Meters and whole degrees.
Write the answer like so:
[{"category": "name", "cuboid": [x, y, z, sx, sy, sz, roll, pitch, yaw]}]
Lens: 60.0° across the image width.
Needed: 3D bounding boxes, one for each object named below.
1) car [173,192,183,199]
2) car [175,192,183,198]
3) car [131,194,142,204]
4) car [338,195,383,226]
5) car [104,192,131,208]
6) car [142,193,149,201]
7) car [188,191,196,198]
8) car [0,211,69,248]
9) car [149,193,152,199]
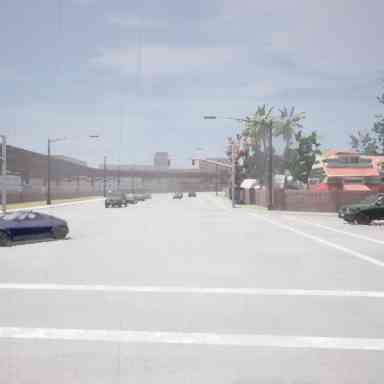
[{"category": "car", "cuboid": [-3.425, 0.963, 76.883, 1.895, 1.301, 4.718, 0, 1, 0]}, {"category": "car", "cuboid": [-3.416, 0.708, 87.201, 1.994, 1.385, 4.181, 0, 1, 0]}, {"category": "car", "cuboid": [-10.445, 1.286, 56.527, 2.033, 1.411, 5.357, 0, 1, 0]}, {"category": "car", "cuboid": [13.255, 1.231, 23.247, 5.566, 2.045, 2.150, 0, 0, -2]}, {"category": "car", "cuboid": [-10.509, 1.081, 46.405, 2.150, 2.045, 5.566, 0, 1, 1]}, {"category": "car", "cuboid": [-10.436, 1.142, 66.245, 1.994, 1.385, 4.181, 0, 1, 0]}, {"category": "car", "cuboid": [0.084, 0.518, 86.839, 2.097, 1.767, 4.553, 0, 1, 0]}, {"category": "car", "cuboid": [-7.716, 1.563, 14.910, 1.994, 1.385, 4.181, 0, 0, 38]}, {"category": "car", "cuboid": [-10.426, 0.896, 76.577, 1.812, 1.442, 4.674, 0, 1, 0]}]
